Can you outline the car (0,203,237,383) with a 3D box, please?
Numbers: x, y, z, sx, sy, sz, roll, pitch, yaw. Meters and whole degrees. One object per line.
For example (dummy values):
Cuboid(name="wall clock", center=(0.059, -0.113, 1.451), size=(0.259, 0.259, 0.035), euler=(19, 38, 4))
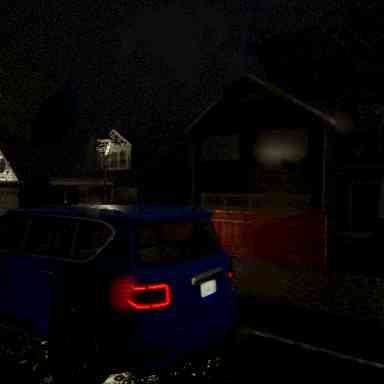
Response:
Cuboid(name="car", center=(-1.989, 1.197, 5.413), size=(5.566, 2.045, 2.150), euler=(0, 0, 36))
